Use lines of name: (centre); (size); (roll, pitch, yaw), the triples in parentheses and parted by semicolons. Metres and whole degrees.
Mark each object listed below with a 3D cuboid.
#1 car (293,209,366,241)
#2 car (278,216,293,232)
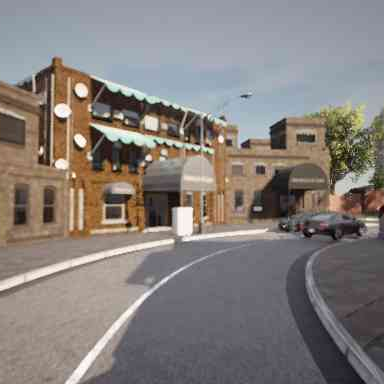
car: (7.978, 1.855, 18.682); (4.674, 1.442, 1.812); (1, -3, -39)
car: (8.006, 1.962, 22.435); (4.892, 1.490, 1.837); (0, -3, -29)
